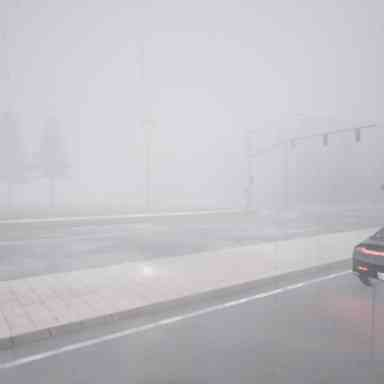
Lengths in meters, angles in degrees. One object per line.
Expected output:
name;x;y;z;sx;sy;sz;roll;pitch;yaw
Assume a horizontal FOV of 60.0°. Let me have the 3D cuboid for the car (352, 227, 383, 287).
car;5.716;1.410;7.847;4.902;1.511;2.128;-1;0;-36
